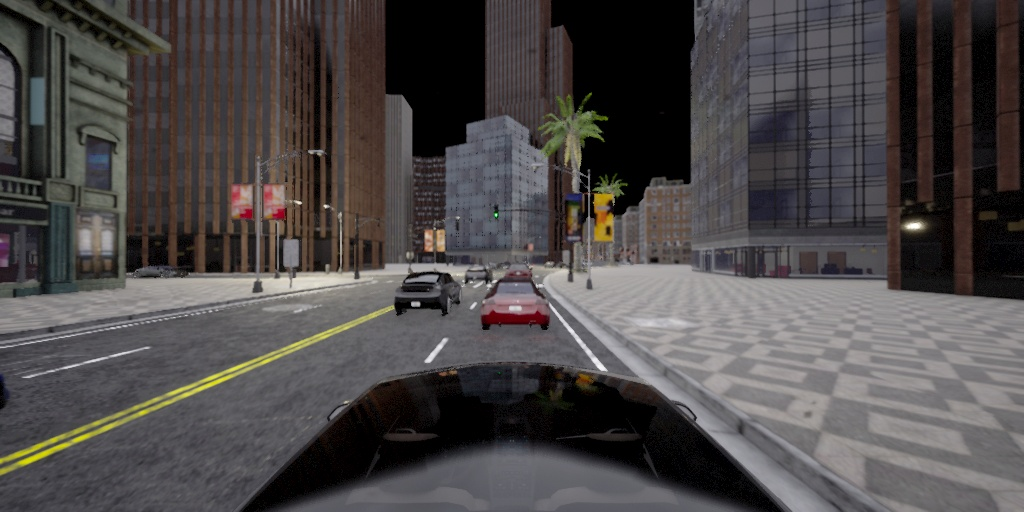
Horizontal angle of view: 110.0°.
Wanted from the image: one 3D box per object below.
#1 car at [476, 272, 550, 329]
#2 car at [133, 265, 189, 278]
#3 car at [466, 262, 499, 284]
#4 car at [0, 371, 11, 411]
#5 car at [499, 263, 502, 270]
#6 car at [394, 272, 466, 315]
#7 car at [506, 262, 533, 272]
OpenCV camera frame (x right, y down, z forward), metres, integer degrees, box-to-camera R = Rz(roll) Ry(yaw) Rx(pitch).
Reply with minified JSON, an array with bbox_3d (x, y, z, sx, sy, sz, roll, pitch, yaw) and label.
[{"bbox_3d":[0.100,1.390,11.648,1.994,1.385,4.181,0,0,0],"label":"car"},{"bbox_3d":[-35.318,1.622,36.143,4.181,1.385,1.994,0,0,-1],"label":"car"},{"bbox_3d":[-2.616,1.461,29.328,2.128,1.511,4.902,0,-1,4],"label":"car"},{"bbox_3d":[-6.595,1.103,1.901,2.097,1.767,4.553,0,0,0],"label":"car"},{"bbox_3d":[-3.237,1.811,64.122,1.837,1.490,4.892,0,0,16],"label":"car"},{"bbox_3d":[-3.147,1.349,14.153,1.837,1.490,4.892,0,0,0],"label":"car"},{"bbox_3d":[0.603,1.318,28.776,2.097,1.767,4.553,0,0,3],"label":"car"}]
